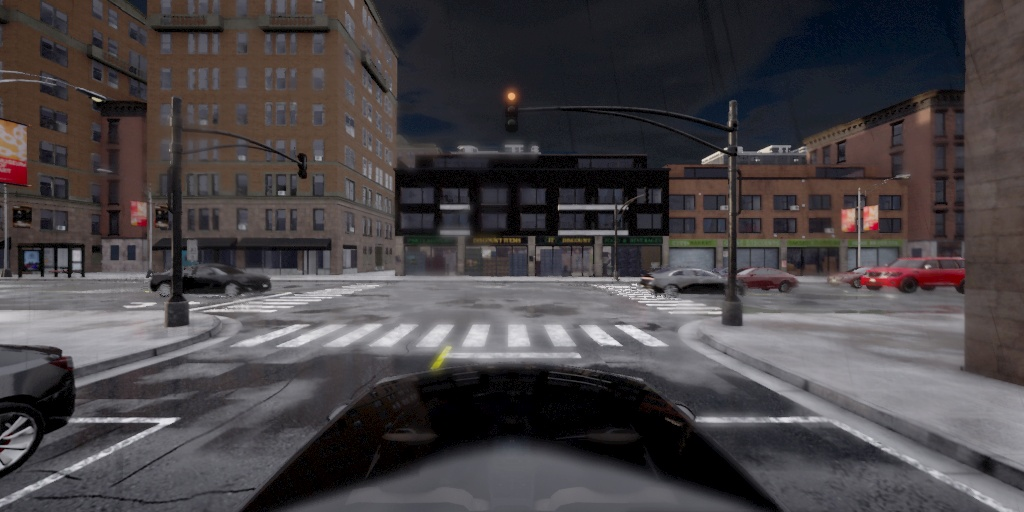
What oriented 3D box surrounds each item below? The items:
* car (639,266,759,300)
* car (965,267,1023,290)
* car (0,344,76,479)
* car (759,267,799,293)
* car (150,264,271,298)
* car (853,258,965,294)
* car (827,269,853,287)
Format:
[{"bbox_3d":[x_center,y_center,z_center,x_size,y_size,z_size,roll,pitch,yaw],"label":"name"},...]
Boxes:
[{"bbox_3d":[8.785,1.300,17.544,4.902,1.511,2.128,0,0,0],"label":"car"},{"bbox_3d":[34.112,1.509,24.374,4.181,1.385,1.994,0,0,0],"label":"car"},{"bbox_3d":[-5.387,1.316,1.918,1.948,1.339,4.313,0,0,0],"label":"car"},{"bbox_3d":[14.098,1.363,21.022,4.674,1.442,1.812,0,0,1],"label":"car"},{"bbox_3d":[-14.492,1.172,17.420,5.008,1.535,1.882,0,0,0],"label":"car"},{"bbox_3d":[23.992,1.111,21.061,5.566,2.045,2.150,0,0,0],"label":"car"},{"bbox_3d":[24.159,1.417,24.316,4.674,1.442,1.812,0,0,0],"label":"car"}]
